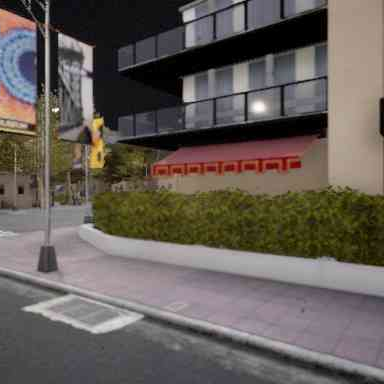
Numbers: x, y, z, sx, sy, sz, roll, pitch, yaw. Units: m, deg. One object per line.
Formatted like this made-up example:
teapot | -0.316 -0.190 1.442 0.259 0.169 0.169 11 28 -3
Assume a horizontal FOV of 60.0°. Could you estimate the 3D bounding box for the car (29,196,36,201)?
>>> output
car | -32.020 1.557 64.737 4.892 1.521 2.231 0 0 35
